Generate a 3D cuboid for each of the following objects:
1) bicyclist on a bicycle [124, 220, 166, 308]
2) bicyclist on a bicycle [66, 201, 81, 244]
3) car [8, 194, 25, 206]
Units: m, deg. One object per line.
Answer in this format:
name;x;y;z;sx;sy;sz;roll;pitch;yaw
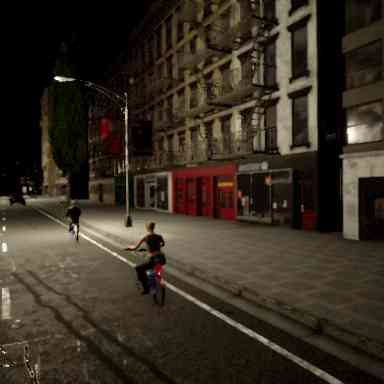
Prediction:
bicyclist on a bicycle;-0.871;1.363;6.679;0.866;1.612;1.509;-1;0;-29
bicyclist on a bicycle;-5.056;1.254;14.126;0.659;1.776;1.843;-1;1;-30
car;-25.311;1.194;48.277;1.837;1.490;4.892;-1;1;-29
